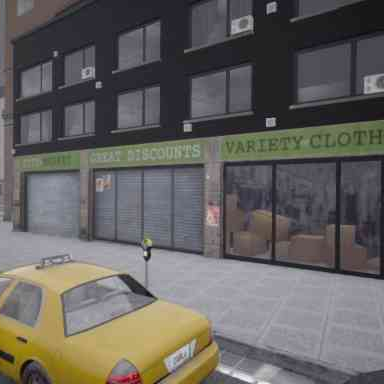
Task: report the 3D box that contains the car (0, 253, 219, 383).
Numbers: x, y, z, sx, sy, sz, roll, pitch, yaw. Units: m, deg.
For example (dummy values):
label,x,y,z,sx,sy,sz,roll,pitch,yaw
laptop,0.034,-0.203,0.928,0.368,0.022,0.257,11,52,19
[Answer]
label,x,y,z,sx,sy,sz,roll,pitch,yaw
car,-1.990,1.524,4.502,4.829,1.417,1.752,0,1,35

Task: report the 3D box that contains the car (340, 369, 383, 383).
label,x,y,z,sx,sy,sz,roll,pitch,yaw
car,2.701,1.551,1.167,4.403,1.369,2.008,0,1,35
